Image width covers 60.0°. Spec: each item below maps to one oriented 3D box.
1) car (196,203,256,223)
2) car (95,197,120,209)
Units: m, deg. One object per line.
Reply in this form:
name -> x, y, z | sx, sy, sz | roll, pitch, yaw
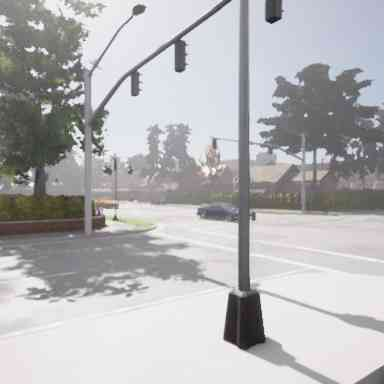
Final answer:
car -> 2.484, 1.540, 25.975 | 2.033, 1.411, 5.357 | 0, 0, -36
car -> -11.529, 1.461, 45.265 | 1.882, 1.535, 5.008 | 0, 0, -36
